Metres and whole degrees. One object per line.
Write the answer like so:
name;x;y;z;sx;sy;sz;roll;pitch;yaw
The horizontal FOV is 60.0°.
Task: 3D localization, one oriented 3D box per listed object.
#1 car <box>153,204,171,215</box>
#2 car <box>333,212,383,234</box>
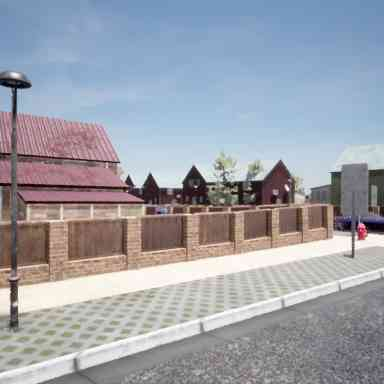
car;-3.122;2.203;38.076;2.097;1.767;4.553;1;-2;-36
car;10.326;1.814;19.414;1.895;1.301;4.718;1;-2;-36
